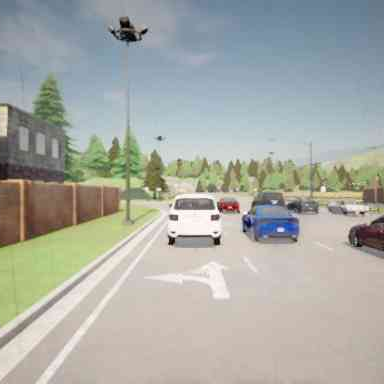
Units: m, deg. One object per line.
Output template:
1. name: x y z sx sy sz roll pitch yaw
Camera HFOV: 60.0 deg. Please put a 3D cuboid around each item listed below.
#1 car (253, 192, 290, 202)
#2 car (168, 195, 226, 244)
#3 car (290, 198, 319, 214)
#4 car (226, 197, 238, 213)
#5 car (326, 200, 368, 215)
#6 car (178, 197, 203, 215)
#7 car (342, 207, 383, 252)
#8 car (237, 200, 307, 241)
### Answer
1. car: 7.096 1.018 31.181 2.150 2.045 5.566 0 0 0
2. car: 0.098 1.122 15.216 2.150 2.045 5.566 0 0 0
3. car: 10.596 1.282 32.060 2.128 1.511 4.902 0 0 0
4. car: 3.596 1.258 33.684 1.882 1.535 5.008 0 0 0
5. car: 14.095 1.402 30.528 1.895 1.301 4.718 0 0 0
6. car: -0.239 1.283 32.032 2.128 1.511 4.902 0 0 -4
7. car: 7.099 1.452 11.191 1.812 1.442 4.674 0 0 0
8. car: 3.598 1.373 15.953 1.882 1.535 5.008 0 0 0
